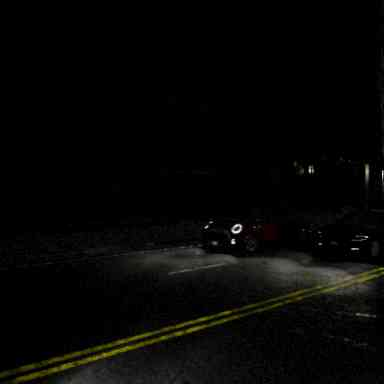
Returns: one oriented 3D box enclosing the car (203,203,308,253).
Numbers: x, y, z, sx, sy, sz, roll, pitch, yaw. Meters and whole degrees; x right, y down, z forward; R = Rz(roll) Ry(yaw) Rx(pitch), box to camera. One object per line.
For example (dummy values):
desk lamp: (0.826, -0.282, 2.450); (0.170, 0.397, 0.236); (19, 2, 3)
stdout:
car: (2.648, 1.280, 13.516); (4.553, 1.767, 2.097); (0, 0, -36)

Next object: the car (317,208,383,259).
car: (6.661, 1.396, 12.420); (5.008, 1.535, 1.882); (0, 0, -37)
